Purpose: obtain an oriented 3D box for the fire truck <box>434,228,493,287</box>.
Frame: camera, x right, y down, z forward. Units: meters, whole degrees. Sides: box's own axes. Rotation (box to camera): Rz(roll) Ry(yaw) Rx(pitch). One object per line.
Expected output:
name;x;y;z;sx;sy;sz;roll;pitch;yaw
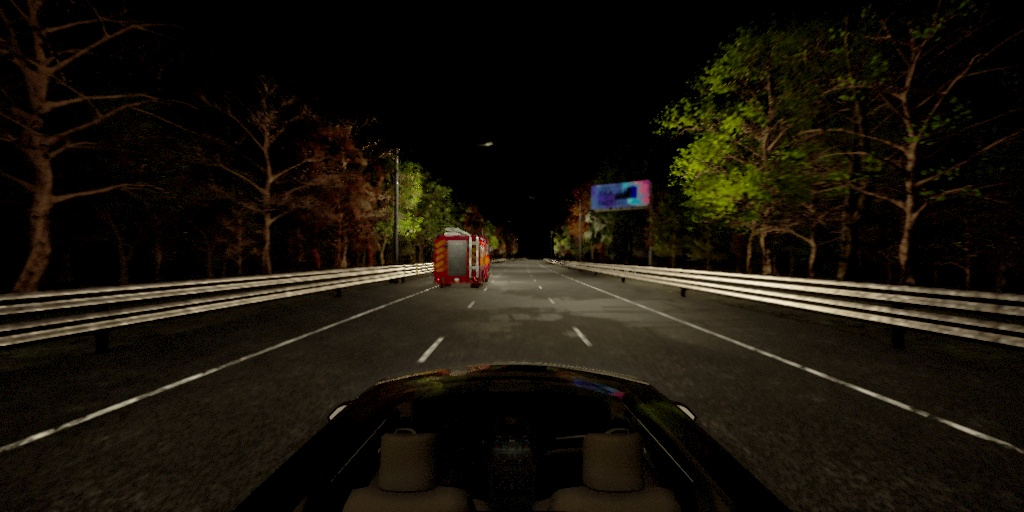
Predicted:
fire truck;-3.320;0.179;26.075;2.891;3.827;8.468;0;0;1
